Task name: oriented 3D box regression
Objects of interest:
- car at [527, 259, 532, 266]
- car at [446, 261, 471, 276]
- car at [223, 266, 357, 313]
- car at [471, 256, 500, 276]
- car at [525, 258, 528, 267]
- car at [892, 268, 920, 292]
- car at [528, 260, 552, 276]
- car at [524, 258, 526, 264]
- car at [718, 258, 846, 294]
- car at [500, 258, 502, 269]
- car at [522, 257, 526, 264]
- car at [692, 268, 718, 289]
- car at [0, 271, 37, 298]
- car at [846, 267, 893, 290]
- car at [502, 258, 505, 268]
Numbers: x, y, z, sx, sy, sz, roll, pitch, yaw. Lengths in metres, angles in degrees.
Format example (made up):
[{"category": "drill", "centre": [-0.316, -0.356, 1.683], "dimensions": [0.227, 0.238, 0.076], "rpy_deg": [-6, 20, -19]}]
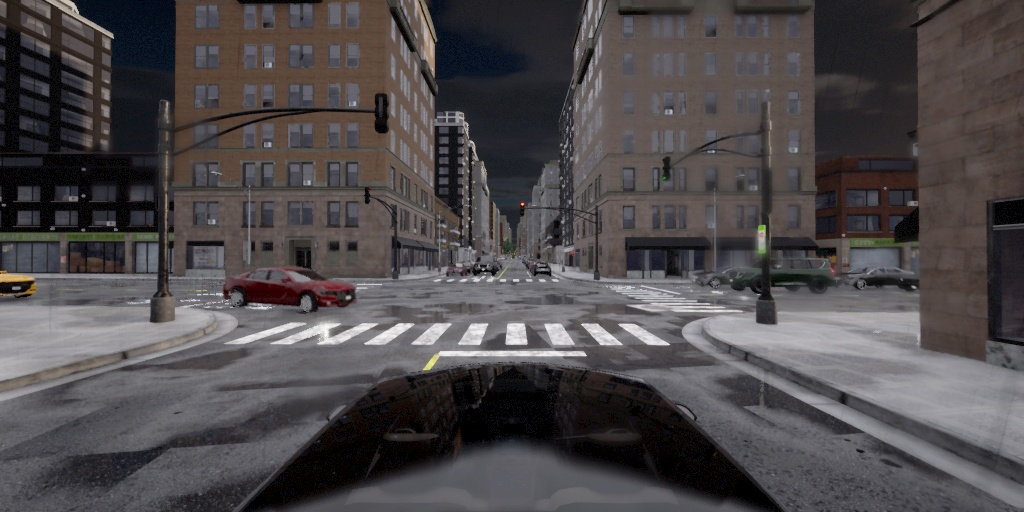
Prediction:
[{"category": "car", "centre": [3.049, 1.297, 41.769], "dimensions": [1.888, 1.381, 4.507], "rpy_deg": [0, 0, 1]}, {"category": "car", "centre": [-5.547, 1.335, 36.342], "dimensions": [1.802, 1.307, 4.207], "rpy_deg": [0, 0, 1]}, {"category": "car", "centre": [-8.287, 1.169, 13.504], "dimensions": [5.008, 1.535, 1.882], "rpy_deg": [1, -1, 14]}, {"category": "car", "centre": [-2.770, 0.975, 37.848], "dimensions": [2.150, 2.045, 5.566], "rpy_deg": [0, 0, 1]}, {"category": "car", "centre": [3.118, 1.302, 47.299], "dimensions": [2.007, 1.370, 4.403], "rpy_deg": [0, 0, 1]}, {"category": "car", "centre": [25.724, 1.550, 20.943], "dimensions": [4.718, 1.301, 1.895], "rpy_deg": [0, -1, 0]}, {"category": "car", "centre": [2.979, 1.318, 36.238], "dimensions": [1.948, 1.339, 4.313], "rpy_deg": [0, 0, 1]}, {"category": "car", "centre": [3.188, 1.295, 52.829], "dimensions": [1.888, 1.381, 4.507], "rpy_deg": [0, 0, 1]}, {"category": "car", "centre": [15.622, 1.105, 21.013], "dimensions": [5.566, 2.045, 2.150], "rpy_deg": [0, -1, 0]}, {"category": "car", "centre": [-2.643, 1.257, 47.936], "dimensions": [1.837, 1.490, 4.892], "rpy_deg": [0, 0, 1]}, {"category": "car", "centre": [3.328, 1.314, 63.890], "dimensions": [1.948, 1.339, 4.313], "rpy_deg": [0, 0, 1]}, {"category": "car", "centre": [14.833, 1.401, 24.260], "dimensions": [4.902, 1.511, 2.128], "rpy_deg": [0, -1, 2]}, {"category": "car", "centre": [-22.584, 1.023, 14.565], "dimensions": [5.008, 1.535, 1.882], "rpy_deg": [0, -1, 0]}, {"category": "car", "centre": [24.238, 1.463, 24.200], "dimensions": [4.902, 1.511, 2.128], "rpy_deg": [0, -1, 0]}, {"category": "car", "centre": [-2.502, 1.352, 58.192], "dimensions": [1.895, 1.301, 4.718], "rpy_deg": [0, 0, 1]}]
